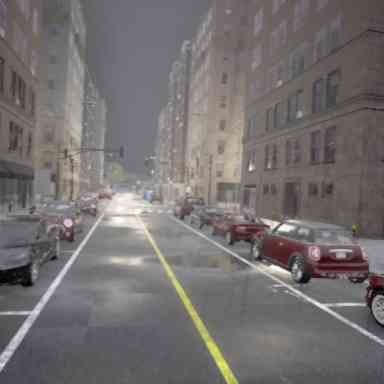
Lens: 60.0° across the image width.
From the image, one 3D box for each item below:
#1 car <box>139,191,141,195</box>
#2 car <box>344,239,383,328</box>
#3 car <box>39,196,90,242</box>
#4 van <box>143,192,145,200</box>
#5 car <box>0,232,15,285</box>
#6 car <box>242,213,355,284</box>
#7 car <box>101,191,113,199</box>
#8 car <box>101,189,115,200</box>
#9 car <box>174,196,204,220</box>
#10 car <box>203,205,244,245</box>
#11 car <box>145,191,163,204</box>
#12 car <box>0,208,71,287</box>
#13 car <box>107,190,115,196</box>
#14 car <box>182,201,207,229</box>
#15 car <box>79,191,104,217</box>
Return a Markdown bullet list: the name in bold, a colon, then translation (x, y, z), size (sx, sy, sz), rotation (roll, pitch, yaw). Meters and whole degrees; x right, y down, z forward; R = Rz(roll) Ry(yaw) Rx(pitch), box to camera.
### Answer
- **car**: translation (-9.158, 0.650, 69.469), size (2.192, 1.841, 5.009), rotation (3, 0, -12)
- **car**: translation (4.474, 1.752, 4.598), size (1.887, 1.381, 4.507), rotation (3, 0, -12)
- **car**: translation (-5.710, 1.114, 14.055), size (1.967, 1.590, 4.097), rotation (3, 0, -12)
- **van**: translation (-8.018, 0.749, 64.085), size (1.690, 1.788, 3.998), rotation (3, 0, -12)
- **car**: translation (-3.368, 1.368, 2.937), size (1.887, 1.381, 4.507), rotation (3, 0, -12)
- **car**: translation (3.306, 1.573, 10.157), size (1.967, 1.590, 4.097), rotation (3, 0, -12)
- **car**: translation (-15.952, 0.585, 62.407), size (1.947, 1.339, 4.313), rotation (3, 0, -12)
- **car**: translation (-14.805, 0.407, 57.022), size (2.192, 1.841, 5.009), rotation (3, 0, -12)
- **car**: translation (-0.209, 1.224, 26.834), size (2.192, 1.841, 5.009), rotation (3, 0, -12)
- **car**: translation (2.127, 1.603, 15.717), size (1.887, 1.381, 4.507), rotation (3, 0, -12)
- **car**: translation (-5.735, 0.869, 53.318), size (2.192, 1.841, 5.009), rotation (3, 0, -12)
- **car**: translation (-4.543, 1.315, 8.496), size (1.947, 1.339, 4.313), rotation (3, 0, -12)
- **car**: translation (-21.623, 0.199, 89.332), size (1.887, 1.381, 4.507), rotation (3, 0, -12)
- **car**: translation (0.953, 1.534, 21.276), size (2.008, 1.369, 4.403), rotation (3, 0, -12)
- **car**: translation (-8.057, 0.964, 25.174), size (1.967, 1.590, 4.097), rotation (3, 0, -12)
